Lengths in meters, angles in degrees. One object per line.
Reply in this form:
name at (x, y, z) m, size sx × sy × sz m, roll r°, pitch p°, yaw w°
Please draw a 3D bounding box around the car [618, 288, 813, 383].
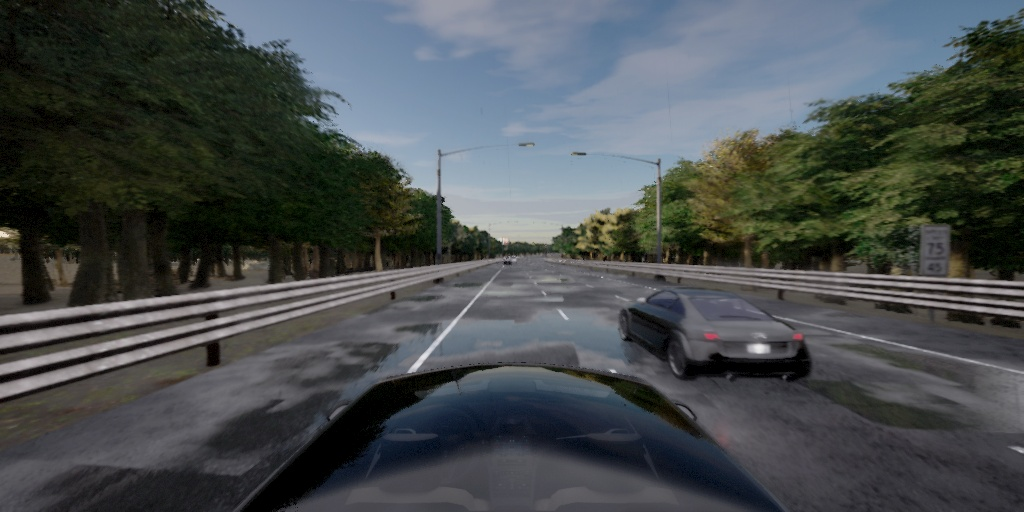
car at (3.601, 1.325, 7.238) m, size 1.994 × 1.385 × 4.181 m, roll 0°, pitch 0°, yaw 0°
